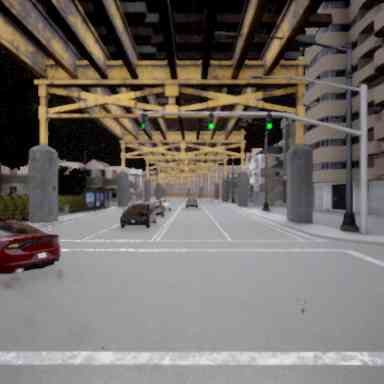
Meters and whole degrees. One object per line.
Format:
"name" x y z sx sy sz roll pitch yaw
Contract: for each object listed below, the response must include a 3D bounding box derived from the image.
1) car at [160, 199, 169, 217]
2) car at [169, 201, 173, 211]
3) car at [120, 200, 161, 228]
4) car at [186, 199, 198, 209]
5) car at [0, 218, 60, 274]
"car" -3.593 1.656 32.102 1.994 1.385 4.181 0 0 1
"car" -3.562 1.647 42.368 1.812 1.442 4.674 0 0 1
"car" -3.585 1.544 23.018 1.882 1.535 5.008 0 0 1
"car" -0.010 1.686 48.467 2.033 1.411 5.357 0 0 0
"car" -6.170 1.506 9.695 5.008 1.535 1.882 0 -1 24
